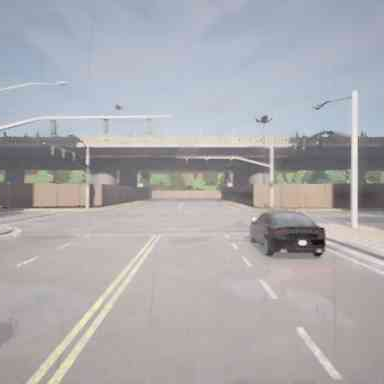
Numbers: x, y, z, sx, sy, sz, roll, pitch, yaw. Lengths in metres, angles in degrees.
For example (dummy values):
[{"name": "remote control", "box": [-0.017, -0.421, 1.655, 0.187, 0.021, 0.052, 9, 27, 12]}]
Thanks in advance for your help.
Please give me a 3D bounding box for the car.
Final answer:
[{"name": "car", "box": [3.498, 1.450, 12.988, 1.882, 1.535, 5.008, 0, 0, 0]}]
